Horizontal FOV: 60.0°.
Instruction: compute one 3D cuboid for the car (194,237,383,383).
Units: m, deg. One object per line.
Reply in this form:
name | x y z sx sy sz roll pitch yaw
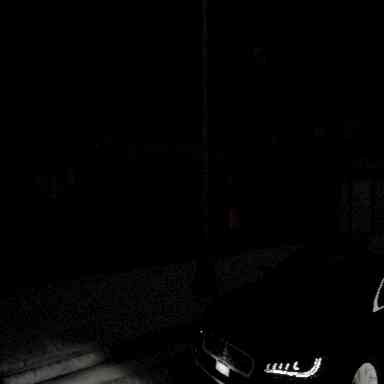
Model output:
car | 2.277 1.477 4.695 4.892 1.490 1.837 0 0 -36
